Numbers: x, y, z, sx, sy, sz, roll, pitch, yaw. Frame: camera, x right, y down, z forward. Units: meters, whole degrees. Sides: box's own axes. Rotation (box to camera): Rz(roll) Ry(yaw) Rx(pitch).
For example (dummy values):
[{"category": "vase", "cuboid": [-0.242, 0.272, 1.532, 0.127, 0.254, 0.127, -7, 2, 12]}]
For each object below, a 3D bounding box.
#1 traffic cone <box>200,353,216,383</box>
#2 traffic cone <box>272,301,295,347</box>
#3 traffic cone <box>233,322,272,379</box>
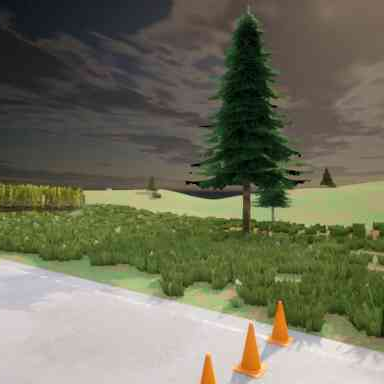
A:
[{"category": "traffic cone", "cuboid": [0.167, 1.955, 3.415, 0.340, 0.580, 0.340, 0, 0, 36]}, {"category": "traffic cone", "cuboid": [1.336, 1.955, 5.038, 0.340, 0.580, 0.340, 0, 0, 36]}, {"category": "traffic cone", "cuboid": [0.751, 1.955, 4.226, 0.340, 0.580, 0.340, 0, 0, 36]}]
